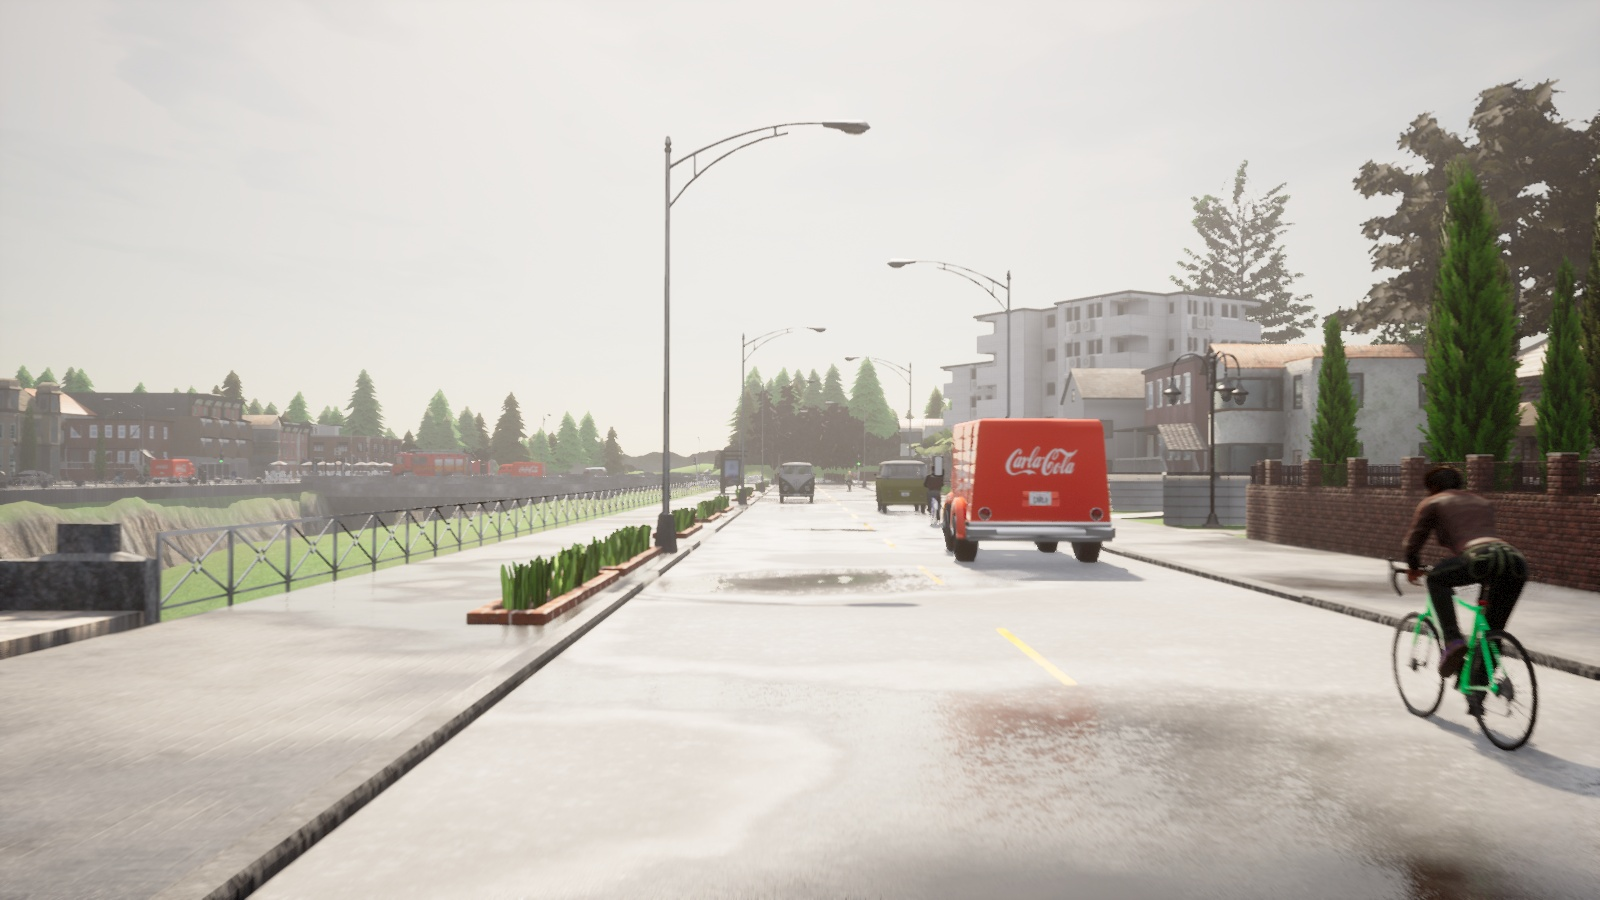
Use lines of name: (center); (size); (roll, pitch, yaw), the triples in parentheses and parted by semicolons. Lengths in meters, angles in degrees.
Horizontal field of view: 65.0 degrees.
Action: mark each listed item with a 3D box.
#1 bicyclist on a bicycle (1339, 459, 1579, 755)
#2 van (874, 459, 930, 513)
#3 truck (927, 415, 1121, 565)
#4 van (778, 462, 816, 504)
bicyclist on a bicycle: (3.977, 0.881, 7.736); (0.582, 1.620, 1.656); (0, -1, 0)
van: (3.885, 1.364, 48.493); (1.775, 1.987, 4.442); (0, -1, 0)
truck: (3.944, 0.701, 23.259); (2.627, 2.467, 5.204); (0, -1, 0)
van: (-0.147, 1.606, 61.983); (1.775, 1.987, 4.442); (0, -1, 0)
